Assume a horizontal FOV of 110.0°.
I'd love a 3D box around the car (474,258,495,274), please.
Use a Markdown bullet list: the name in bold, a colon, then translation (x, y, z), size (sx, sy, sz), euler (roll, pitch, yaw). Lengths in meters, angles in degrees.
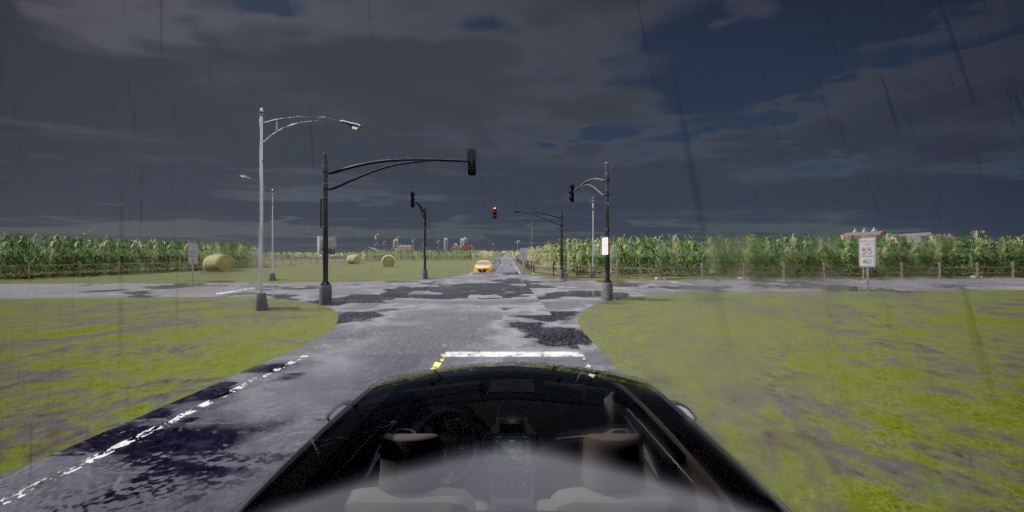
- **car**: translation (-3.217, 1.239, 40.539), size (1.882, 1.535, 5.008), euler (0, 1, -1)
